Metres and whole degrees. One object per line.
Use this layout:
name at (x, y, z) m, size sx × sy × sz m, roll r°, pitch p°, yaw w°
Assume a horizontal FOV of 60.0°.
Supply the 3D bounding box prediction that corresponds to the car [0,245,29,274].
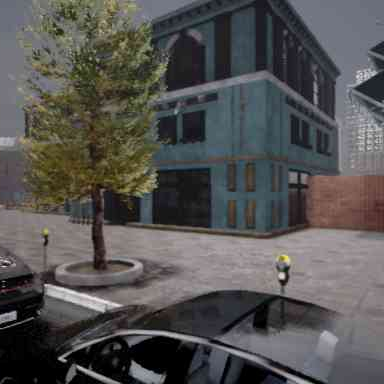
car at (-4.415, 1.565, 6.022) m, size 4.403 × 1.369 × 2.008 m, roll 0°, pitch 0°, yaw 35°

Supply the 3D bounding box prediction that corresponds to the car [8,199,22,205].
car at (-25.147, 1.770, 49.616) m, size 1.887 × 1.381 × 4.507 m, roll 0°, pitch -1°, yaw 35°

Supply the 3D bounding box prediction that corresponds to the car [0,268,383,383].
car at (0.094, 1.568, 2.807) m, size 4.313 × 1.339 × 1.947 m, roll 0°, pitch 0°, yaw 35°

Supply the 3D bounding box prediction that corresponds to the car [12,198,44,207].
car at (-28.970, 1.792, 58.843) m, size 1.752 × 1.417 × 4.829 m, roll 0°, pitch -1°, yaw 35°
